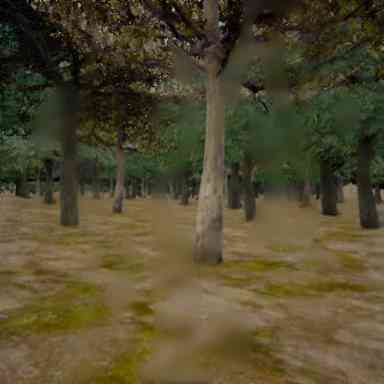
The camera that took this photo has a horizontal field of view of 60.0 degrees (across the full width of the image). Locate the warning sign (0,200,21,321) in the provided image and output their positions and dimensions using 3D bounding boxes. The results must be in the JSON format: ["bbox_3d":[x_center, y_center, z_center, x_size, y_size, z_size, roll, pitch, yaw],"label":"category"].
[{"bbox_3d":[-3.586,1.076,5.119,1.060,1.860,1.300,-1,1,30],"label":"warning sign"}]
